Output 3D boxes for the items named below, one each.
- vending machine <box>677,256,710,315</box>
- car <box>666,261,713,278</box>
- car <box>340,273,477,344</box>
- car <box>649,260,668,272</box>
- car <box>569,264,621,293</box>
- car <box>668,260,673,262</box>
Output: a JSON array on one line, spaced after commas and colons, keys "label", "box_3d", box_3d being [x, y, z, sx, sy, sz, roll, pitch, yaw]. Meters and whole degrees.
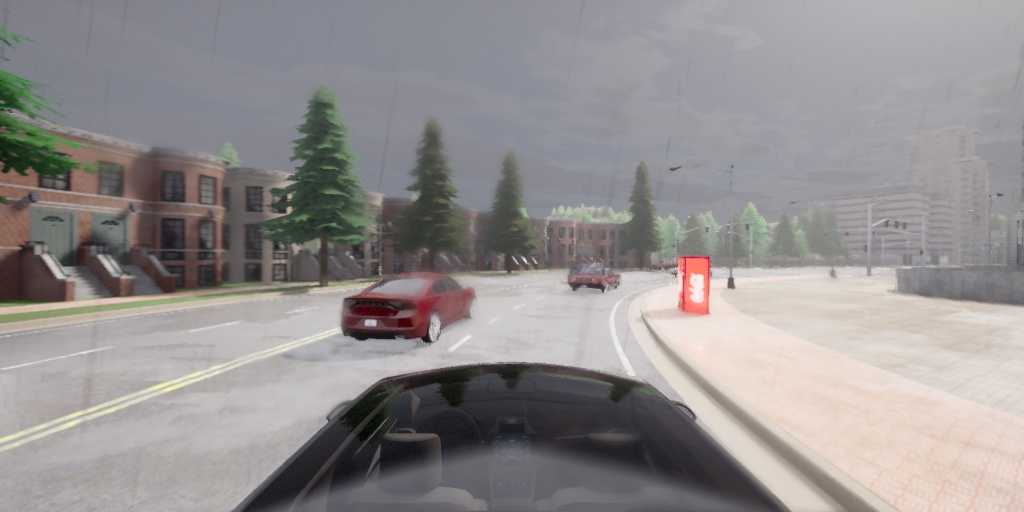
[{"label": "vending machine", "box_3d": [6.160, 0.987, 12.170, 1.100, 2.100, 0.880, 0, 0, 19]}, {"label": "car", "box_3d": [17.245, 1.439, 34.327, 4.718, 1.301, 1.895, 1, 0, -34]}, {"label": "car", "box_3d": [-2.375, 1.189, 9.600, 1.882, 1.535, 5.008, 0, 0, 11]}, {"label": "car", "box_3d": [20.478, 1.263, 47.830, 5.008, 1.535, 1.882, 1, 0, -29]}, {"label": "car", "box_3d": [5.036, 1.343, 21.182, 1.895, 1.301, 4.718, 1, 0, 30]}, {"label": "car", "box_3d": [22.123, 1.201, 44.740, 4.718, 1.301, 1.895, 1, 0, -29]}]
